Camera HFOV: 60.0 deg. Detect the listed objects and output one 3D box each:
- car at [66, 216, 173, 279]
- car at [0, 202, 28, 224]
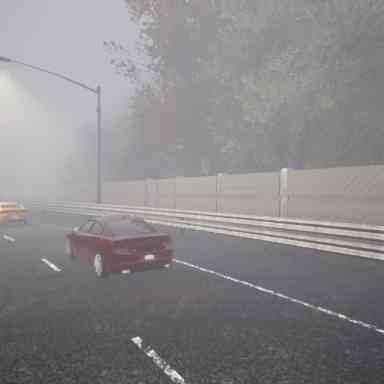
[{"bbox_3d":[-2.462,1.477,10.345,1.882,1.535,5.008,0,0,-34],"label":"car"},{"bbox_3d":[-13.202,1.476,23.536,1.882,1.535,5.008,0,0,-43],"label":"car"}]
